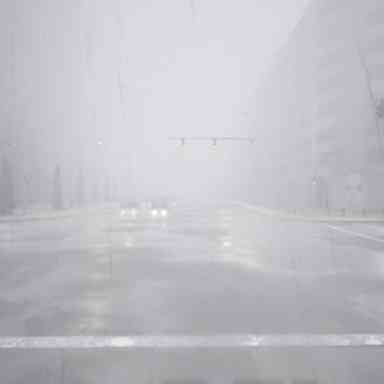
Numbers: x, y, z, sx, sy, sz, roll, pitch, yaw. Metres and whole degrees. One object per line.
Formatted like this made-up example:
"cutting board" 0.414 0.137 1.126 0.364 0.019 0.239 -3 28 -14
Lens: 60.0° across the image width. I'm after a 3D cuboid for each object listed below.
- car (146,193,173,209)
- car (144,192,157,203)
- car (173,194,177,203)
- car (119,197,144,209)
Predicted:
"car" -3.709 1.216 39.311 2.128 1.511 4.902 0 0 0
"car" -7.228 1.181 54.815 1.994 1.385 4.181 0 0 0
"car" -3.713 1.103 57.456 1.837 1.490 4.892 0 0 0
"car" -7.207 1.292 39.086 1.994 1.385 4.181 0 0 0
